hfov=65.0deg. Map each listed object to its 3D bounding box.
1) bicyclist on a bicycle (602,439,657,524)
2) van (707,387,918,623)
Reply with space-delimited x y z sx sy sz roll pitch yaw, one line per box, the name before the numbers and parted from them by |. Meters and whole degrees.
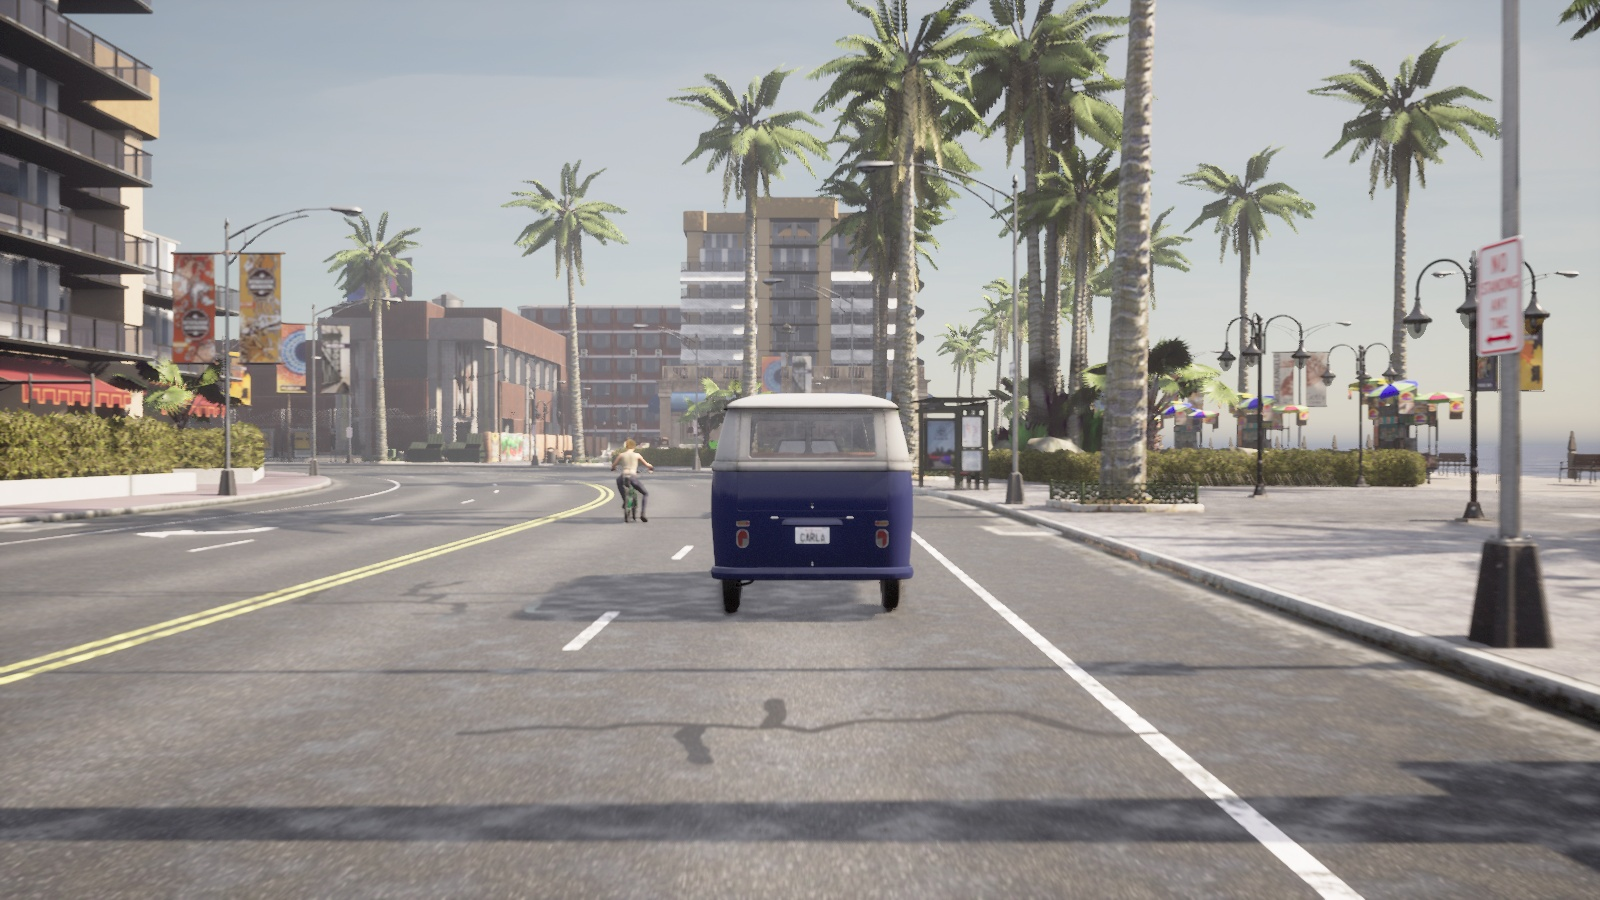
bicyclist on a bicycle | -3.287 0.588 24.321 0.866 1.612 1.509 0 0 0
van | 0.102 0.452 12.793 1.775 1.987 4.442 0 0 0
